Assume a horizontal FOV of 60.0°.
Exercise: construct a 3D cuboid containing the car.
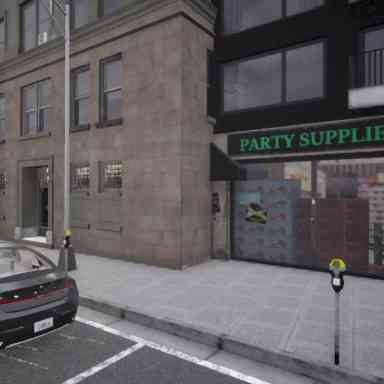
[{"bbox_3d":[-3.778,1.550,5.739,4.403,1.369,2.008,0,0,35],"label":"car"}]
